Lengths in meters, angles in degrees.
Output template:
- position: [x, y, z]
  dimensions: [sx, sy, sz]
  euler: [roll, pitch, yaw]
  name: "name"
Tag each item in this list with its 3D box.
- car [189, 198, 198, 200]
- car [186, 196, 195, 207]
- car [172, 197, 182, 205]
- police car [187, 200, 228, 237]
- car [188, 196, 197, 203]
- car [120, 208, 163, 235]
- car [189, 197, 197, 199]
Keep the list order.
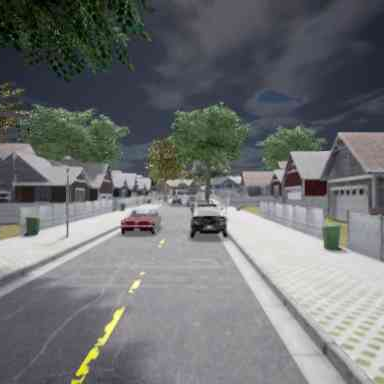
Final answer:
- position: [0.845, 1.558, 28.293]
  dimensions: [1.837, 1.490, 4.892]
  euler: [0, 0, 0]
  name: "car"
- position: [0.040, 1.578, 53.079]
  dimensions: [2.128, 1.511, 4.902]
  euler: [0, 0, 0]
  name: "car"
- position: [-2.728, 1.646, 61.272]
  dimensions: [2.033, 1.411, 5.357]
  euler: [0, 0, 1]
  name: "car"
- position: [0.839, 1.464, 18.400]
  dimensions: [1.930, 1.638, 5.238]
  euler: [0, 0, 0]
  name: "police car"
- position: [0.053, 1.503, 70.597]
  dimensions: [1.812, 1.442, 4.674]
  euler: [0, 0, 0]
  name: "car"
- position: [-2.834, 1.641, 19.277]
  dimensions: [1.895, 1.301, 4.718]
  euler: [0, 0, 0]
  name: "car"
- position: [0.850, 1.567, 34.294]
  dimensions: [1.837, 1.490, 4.892]
  euler: [0, 0, 0]
  name: "car"
